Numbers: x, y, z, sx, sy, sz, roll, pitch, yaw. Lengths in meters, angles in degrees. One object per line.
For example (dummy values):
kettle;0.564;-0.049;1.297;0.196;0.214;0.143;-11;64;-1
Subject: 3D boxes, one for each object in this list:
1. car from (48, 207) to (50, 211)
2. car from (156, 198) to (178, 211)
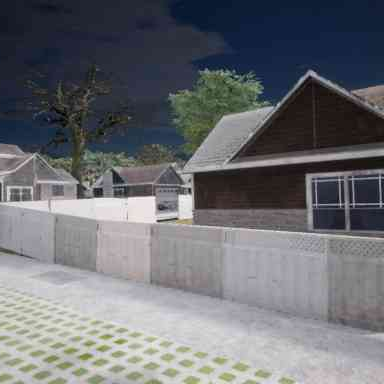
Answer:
car;-9.355;1.363;24.875;1.882;1.535;5.008;-3;-1;36
car;-1.941;1.296;35.013;1.994;1.385;4.181;-3;-1;36
